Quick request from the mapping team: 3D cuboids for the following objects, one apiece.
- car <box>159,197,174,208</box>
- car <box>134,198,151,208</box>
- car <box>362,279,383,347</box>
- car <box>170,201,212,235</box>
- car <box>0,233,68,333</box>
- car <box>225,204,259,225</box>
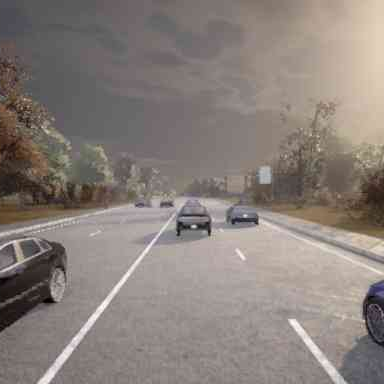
[{"bbox_3d":[-3.573,1.479,47.947,1.882,1.535,5.008,0,0,0],"label":"car"},{"bbox_3d":[-7.072,1.567,48.263,1.994,1.385,4.181,0,0,0],"label":"car"},{"bbox_3d":[3.598,1.525,3.325,1.812,1.442,4.674,0,0,0],"label":"car"},{"bbox_3d":[0.099,1.492,18.833,2.128,1.511,4.902,0,0,0],"label":"car"},{"bbox_3d":[-3.600,1.492,5.317,2.128,1.511,4.902,0,0,0],"label":"car"},{"bbox_3d":[3.601,1.564,24.429,1.994,1.385,4.181,0,0,0],"label":"car"}]
